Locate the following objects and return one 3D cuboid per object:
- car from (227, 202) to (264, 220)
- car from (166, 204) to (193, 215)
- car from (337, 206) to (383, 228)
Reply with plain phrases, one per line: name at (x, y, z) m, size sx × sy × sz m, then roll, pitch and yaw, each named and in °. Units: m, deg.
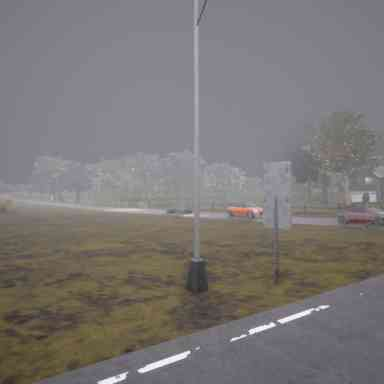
car at (5.589, 1.801, 33.669) m, size 2.097 × 1.767 × 4.553 m, roll -1°, pitch -1°, yaw -35°
car at (-1.718, 2.287, 44.021) m, size 1.994 × 1.385 × 4.181 m, roll -1°, pitch 0°, yaw -36°
car at (12.522, 1.714, 23.526) m, size 1.994 × 1.385 × 4.181 m, roll -1°, pitch -1°, yaw -32°
